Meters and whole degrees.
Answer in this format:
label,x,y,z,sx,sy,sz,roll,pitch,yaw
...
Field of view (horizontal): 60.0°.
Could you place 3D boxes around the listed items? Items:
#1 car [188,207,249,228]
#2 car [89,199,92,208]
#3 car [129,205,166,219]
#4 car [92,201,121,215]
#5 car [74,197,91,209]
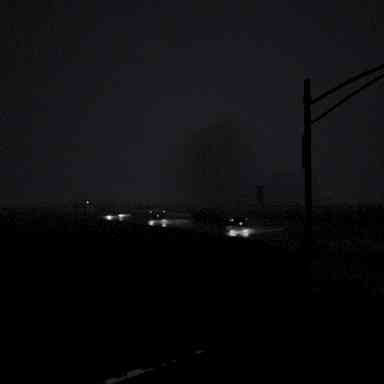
label,x,y,z,sx,sy,sz,roll,pitch,yaw
car,1.798,1.825,25.016,2.033,1.411,5.357,-1,0,-36
car,-14.354,2.153,53.836,2.128,1.511,4.902,-1,0,-35
car,-4.582,2.028,33.911,1.895,1.301,4.718,-1,0,-35
car,-10.728,2.078,42.480,1.837,1.490,4.892,-1,0,-35
car,-20.415,2.027,62.271,2.150,2.045,5.566,-1,0,-36
